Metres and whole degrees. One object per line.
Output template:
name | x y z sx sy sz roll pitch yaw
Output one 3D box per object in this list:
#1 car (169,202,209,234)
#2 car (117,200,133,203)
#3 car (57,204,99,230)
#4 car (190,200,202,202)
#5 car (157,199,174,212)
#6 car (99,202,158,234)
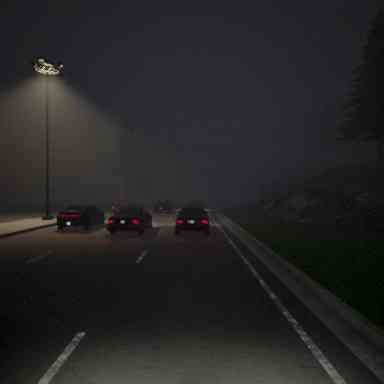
car | 0.043 1.548 19.259 2.033 1.411 5.357 0 0 1
car | -6.781 1.548 34.239 2.033 1.411 5.357 0 0 3
car | -6.940 1.505 21.186 1.837 1.490 4.892 0 0 0
car | 0.443 1.562 37.202 1.994 1.385 4.181 0 0 5
car | -3.062 1.526 37.258 1.812 1.442 4.674 0 0 5
car | -3.458 1.548 19.236 2.033 1.411 5.357 0 0 1
